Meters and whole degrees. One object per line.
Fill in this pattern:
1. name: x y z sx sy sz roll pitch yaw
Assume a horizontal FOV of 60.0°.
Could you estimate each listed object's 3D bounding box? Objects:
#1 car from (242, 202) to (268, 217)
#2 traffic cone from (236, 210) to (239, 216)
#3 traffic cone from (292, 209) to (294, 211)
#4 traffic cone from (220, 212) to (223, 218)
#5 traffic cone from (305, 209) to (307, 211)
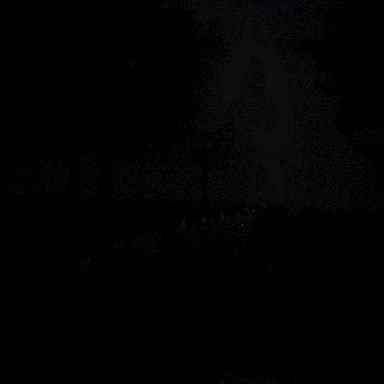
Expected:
1. car: 6.872 1.886 36.061 1.837 1.490 4.892 -1 -1 27
2. traffic cone: 5.166 2.381 37.795 0.340 0.580 0.340 -1 -1 27
3. traffic cone: 16.660 2.860 54.894 0.340 0.580 0.340 -2 -3 41
4. traffic cone: 2.959 2.314 33.128 0.340 0.580 0.340 -1 -1 24
5. traffic cone: 20.148 3.038 58.697 0.340 0.580 0.340 -2 -3 44
